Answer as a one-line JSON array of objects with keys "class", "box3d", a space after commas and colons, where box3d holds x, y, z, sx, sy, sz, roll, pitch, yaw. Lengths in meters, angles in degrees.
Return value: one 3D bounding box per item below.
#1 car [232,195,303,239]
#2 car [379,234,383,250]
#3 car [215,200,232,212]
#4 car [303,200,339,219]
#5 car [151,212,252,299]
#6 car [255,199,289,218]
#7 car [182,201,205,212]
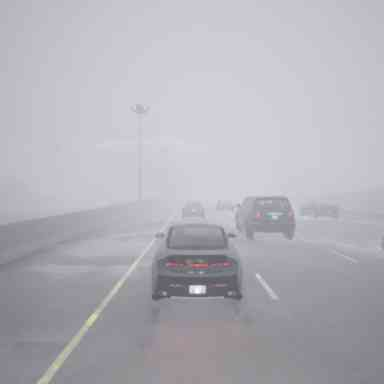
[{"class": "car", "box3d": [3.599, 1.184, 17.126, 2.150, 2.045, 5.566, 0, 0, 0]}, {"class": "car", "box3d": [7.099, 1.582, 8.821, 1.895, 1.301, 4.718, 0, 0, 0]}, {"class": "car", "box3d": [3.596, 1.519, 37.044, 1.895, 1.301, 4.718, 0, 0, 0]}, {"class": "car", "box3d": [10.597, 1.417, 28.060, 1.882, 1.535, 5.008, 0, 0, 0]}, {"class": "car", "box3d": [0.099, 1.486, 8.359, 1.837, 1.490, 4.892, 0, 0, 0]}, {"class": "car", "box3d": [7.097, 1.412, 30.139, 1.882, 1.535, 5.008, 0, 0, 0]}, {"class": "car", "box3d": [0.097, 1.498, 29.698, 1.994, 1.385, 4.181, 0, 0, 0]}]
